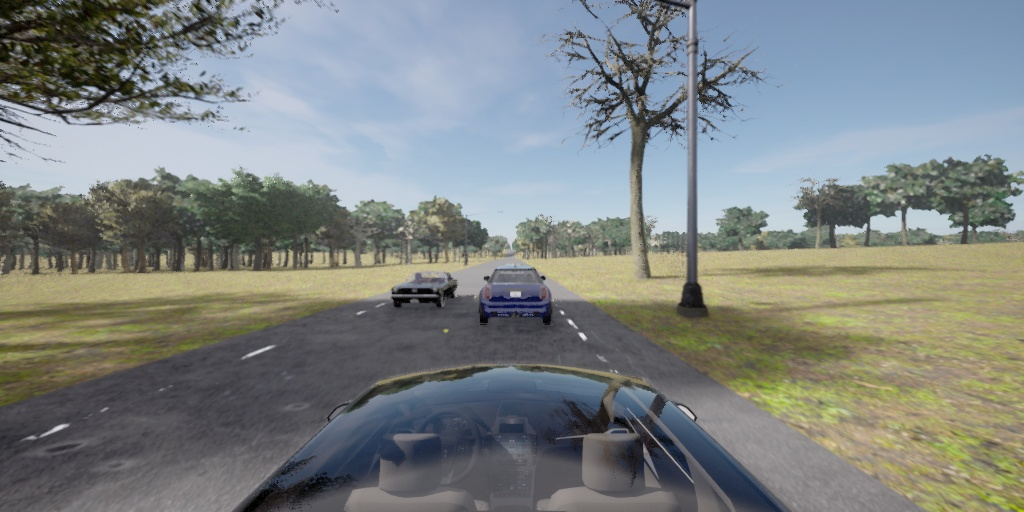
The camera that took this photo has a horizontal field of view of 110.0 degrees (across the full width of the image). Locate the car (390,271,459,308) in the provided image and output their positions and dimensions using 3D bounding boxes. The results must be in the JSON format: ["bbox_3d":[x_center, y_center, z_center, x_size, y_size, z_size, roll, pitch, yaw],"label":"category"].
[{"bbox_3d":[-3.505,1.314,15.104,1.895,1.301,4.718,0,0,0],"label":"car"}]

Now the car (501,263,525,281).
[{"bbox_3d":[0.094,1.267,30.370,1.895,1.301,4.718,0,0,0],"label":"car"}]

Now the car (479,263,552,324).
[{"bbox_3d":[0.098,1.075,12.059,2.097,1.767,4.553,0,0,0],"label":"car"}]
